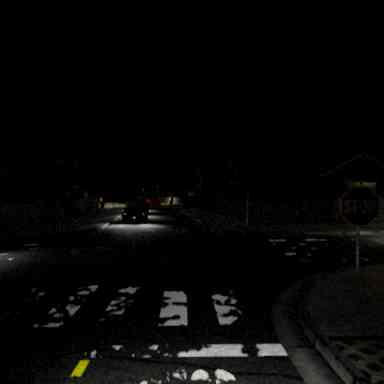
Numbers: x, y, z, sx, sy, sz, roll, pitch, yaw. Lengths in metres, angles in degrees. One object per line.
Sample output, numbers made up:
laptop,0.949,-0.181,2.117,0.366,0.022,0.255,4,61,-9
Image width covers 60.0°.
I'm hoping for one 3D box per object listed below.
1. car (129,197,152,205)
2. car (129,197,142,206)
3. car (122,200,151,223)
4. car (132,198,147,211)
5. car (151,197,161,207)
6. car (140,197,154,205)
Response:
car,-5.575,1.574,35.493,1.882,1.535,5.008,0,0,-9
car,-10.303,1.688,60.378,1.837,1.490,4.892,0,-1,-14
car,-4.417,1.586,26.299,1.812,1.442,4.674,0,0,-6
car,-7.204,1.644,45.360,1.837,1.490,4.892,0,0,-11
car,-6.648,1.572,56.897,2.097,1.767,4.553,0,-1,-14
car,-9.114,1.824,66.712,2.128,1.511,4.902,0,-1,-16
